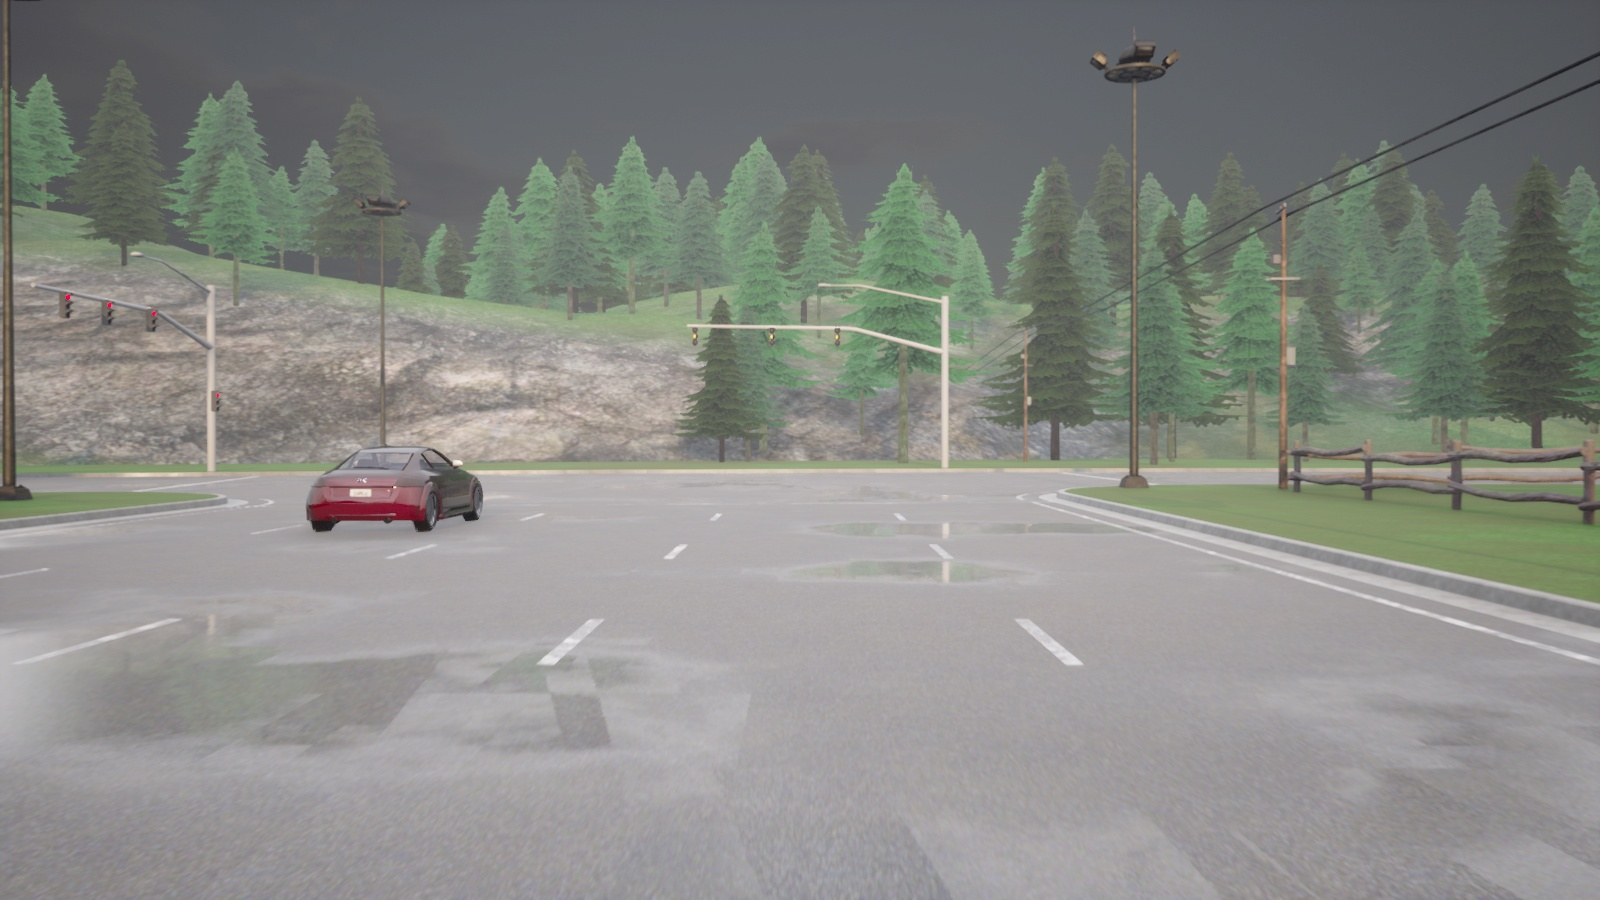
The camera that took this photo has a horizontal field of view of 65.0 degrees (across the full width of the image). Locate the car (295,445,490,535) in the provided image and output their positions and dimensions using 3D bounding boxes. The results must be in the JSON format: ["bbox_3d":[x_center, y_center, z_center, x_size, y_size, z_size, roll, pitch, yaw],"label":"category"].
[{"bbox_3d":[-6.863,0.612,21.658,1.994,1.385,4.181,0,1,0],"label":"car"}]
